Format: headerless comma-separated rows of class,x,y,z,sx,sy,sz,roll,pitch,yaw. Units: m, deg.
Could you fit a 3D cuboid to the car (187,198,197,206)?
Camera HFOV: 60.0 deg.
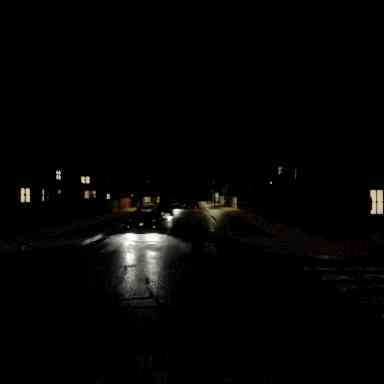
car,0.005,1.791,61.736,1.812,1.442,4.674,0,0,0

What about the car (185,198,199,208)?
car,0.003,1.668,51.318,1.882,1.535,5.008,0,0,0

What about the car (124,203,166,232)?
car,-2.857,1.613,20.399,1.994,1.385,4.181,0,0,-1

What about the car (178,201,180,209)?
car,-2.806,1.672,49.258,2.128,1.511,4.902,0,0,0

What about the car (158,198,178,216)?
car,-2.845,1.648,34.493,2.033,1.411,5.357,0,0,0
